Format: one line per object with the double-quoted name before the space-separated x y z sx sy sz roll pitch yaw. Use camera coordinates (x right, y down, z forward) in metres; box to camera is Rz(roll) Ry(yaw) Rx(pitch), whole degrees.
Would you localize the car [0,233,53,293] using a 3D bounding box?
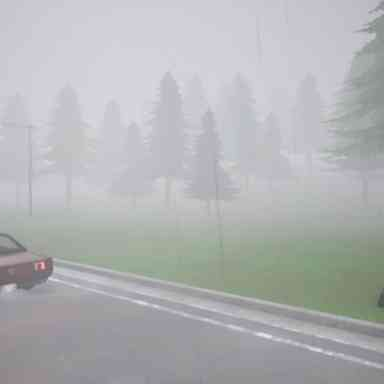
"car" -5.415 1.607 7.845 4.718 1.301 1.895 0 0 35
